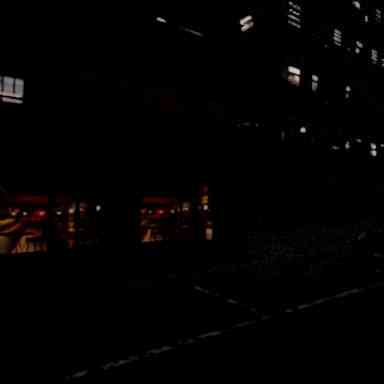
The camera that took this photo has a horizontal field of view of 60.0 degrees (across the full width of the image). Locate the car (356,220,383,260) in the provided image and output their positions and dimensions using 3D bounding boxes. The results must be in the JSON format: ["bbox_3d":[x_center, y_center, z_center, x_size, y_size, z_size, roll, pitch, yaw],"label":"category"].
[{"bbox_3d":[7.758,1.580,12.102,4.097,1.590,1.967,1,0,-35],"label":"car"}]
